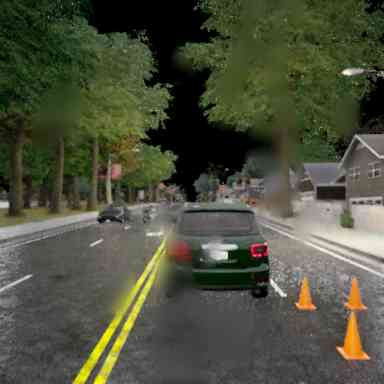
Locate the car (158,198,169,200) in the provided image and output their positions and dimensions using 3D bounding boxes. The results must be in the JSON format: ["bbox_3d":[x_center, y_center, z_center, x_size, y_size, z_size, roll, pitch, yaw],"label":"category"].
[{"bbox_3d":[-5.786,1.843,68.078,1.882,1.535,5.008,0,-1,0],"label":"car"}]

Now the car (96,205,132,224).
[{"bbox_3d":[-6.085,1.737,26.764,2.033,1.411,5.357,0,-1,0],"label":"car"}]

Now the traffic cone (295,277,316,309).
[{"bbox_3d":[2.284,2.008,6.712,0.340,0.580,0.340,0,0,0],"label":"traffic cone"}]

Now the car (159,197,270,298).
[{"bbox_3d":[0.527,1.285,8.850,2.150,2.045,5.566,0,0,0],"label":"car"}]

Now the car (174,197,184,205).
[{"bbox_3d":[-2.536,1.809,68.065,1.837,1.490,4.892,0,-1,0],"label":"car"}]

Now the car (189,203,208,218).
[{"bbox_3d":[0.650,1.876,34.380,1.895,1.301,4.718,0,-1,0],"label":"car"}]

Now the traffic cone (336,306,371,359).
[{"bbox_3d":[2.275,1.994,4.712,0.340,0.580,0.340,0,0,0],"label":"traffic cone"}]

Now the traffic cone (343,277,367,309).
[{"bbox_3d":[3.283,2.010,6.707,0.340,0.580,0.340,0,0,0],"label":"traffic cone"}]

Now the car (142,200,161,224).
[{"bbox_3d":[-2.833,1.691,27.110,2.128,1.511,4.902,0,-1,0],"label":"car"}]
